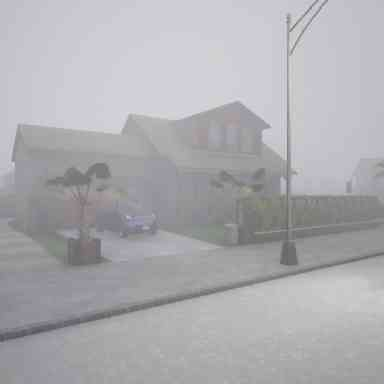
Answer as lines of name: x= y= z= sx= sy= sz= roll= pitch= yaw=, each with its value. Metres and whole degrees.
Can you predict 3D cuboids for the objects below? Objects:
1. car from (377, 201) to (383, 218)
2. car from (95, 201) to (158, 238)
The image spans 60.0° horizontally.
car: x=15.431 y=1.505 z=26.837 sx=1.837 sy=1.490 sz=4.892 roll=0 pitch=0 yaw=-35
car: x=-3.041 y=1.174 z=15.278 sx=1.845 sy=1.501 sz=3.633 roll=0 pitch=0 yaw=-38
